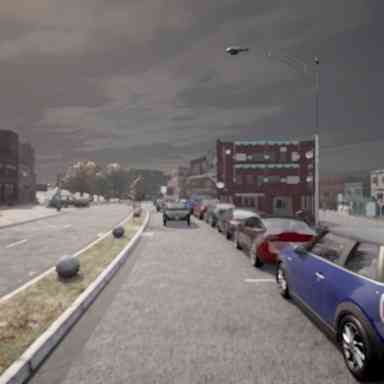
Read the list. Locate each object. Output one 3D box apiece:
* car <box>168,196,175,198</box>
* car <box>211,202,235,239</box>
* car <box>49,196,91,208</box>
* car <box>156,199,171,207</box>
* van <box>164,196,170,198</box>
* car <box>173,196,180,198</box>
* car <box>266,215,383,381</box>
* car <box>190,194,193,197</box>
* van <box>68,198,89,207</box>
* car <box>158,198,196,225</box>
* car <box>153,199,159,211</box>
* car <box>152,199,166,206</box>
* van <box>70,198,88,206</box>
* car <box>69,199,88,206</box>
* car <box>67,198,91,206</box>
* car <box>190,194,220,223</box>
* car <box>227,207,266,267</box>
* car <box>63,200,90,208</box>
[{"bbox_3d":[-2.001,1.745,49.811,2.002,1.452,4.674,0,-1,-11],"label":"car"},{"bbox_3d":[2.394,1.483,16.871,2.002,1.452,4.674,0,0,-3],"label":"car"},{"bbox_3d":[-19.257,1.601,51.948,5.566,2.045,2.435,0,-1,-12],"label":"car"},{"bbox_3d":[-5.652,2.160,66.067,2.163,1.488,4.792,0,-2,-14],"label":"car"},{"bbox_3d":[-3.119,1.604,55.375,1.878,1.987,4.442,0,-1,-11],"label":"van"},{"bbox_3d":[-0.989,1.646,44.362,2.002,1.452,4.674,0,-1,-10],"label":"car"},{"bbox_3d":[2.937,1.340,5.636,2.185,1.767,4.553,0,0,-1],"label":"car"},{"bbox_3d":[0.715,1.224,33.452,2.435,2.045,5.566,0,0,-7],"label":"car"},{"bbox_3d":[-25.881,2.336,75.727,4.442,1.987,1.878,0,-1,-18],"label":"van"},{"bbox_3d":[-1.166,1.449,23.663,2.128,1.511,4.902,0,0,-5],"label":"car"},{"bbox_3d":[-3.609,1.703,42.131,1.895,1.301,4.718,0,-1,-9],"label":"car"},{"bbox_3d":[-7.085,2.286,71.368,2.097,1.535,5.008,0,-2,-15],"label":"car"},{"bbox_3d":[-29.181,2.604,86.009,4.442,1.987,1.878,0,-1,-20],"label":"van"},{"bbox_3d":[-30.246,2.768,88.553,4.553,1.767,2.185,0,-1,-20],"label":"car"},{"bbox_3d":[-28.390,2.515,83.378,5.566,2.045,2.435,0,-1,-19],"label":"car"},{"bbox_3d":[1.388,1.318,27.882,2.185,1.767,4.553,0,0,-6],"label":"car"},{"bbox_3d":[2.714,1.483,11.360,2.163,1.488,4.792,0,0,-2],"label":"car"},{"bbox_3d":[-22.652,2.285,65.295,4.792,1.488,2.163,0,-2,-15],"label":"car"}]
